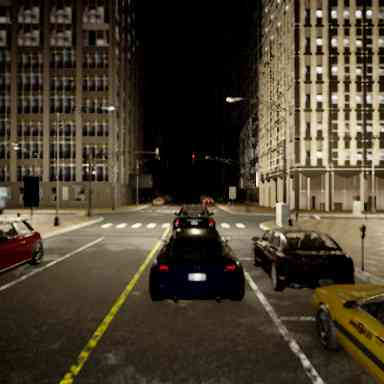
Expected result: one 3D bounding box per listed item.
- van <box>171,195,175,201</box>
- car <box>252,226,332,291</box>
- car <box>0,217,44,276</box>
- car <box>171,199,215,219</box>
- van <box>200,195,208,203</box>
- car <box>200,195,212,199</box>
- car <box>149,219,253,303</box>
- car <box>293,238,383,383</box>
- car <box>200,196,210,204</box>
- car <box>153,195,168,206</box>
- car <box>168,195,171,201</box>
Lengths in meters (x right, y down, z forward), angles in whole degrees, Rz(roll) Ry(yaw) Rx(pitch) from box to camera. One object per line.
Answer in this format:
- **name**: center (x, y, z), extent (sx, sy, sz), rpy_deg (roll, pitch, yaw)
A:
- **van**: center (-5.662, 1.628, 80.906), extent (1.690, 1.788, 3.998), rpy_deg (0, 0, 0)
- **car**: center (2.695, 1.593, 8.900), extent (2.008, 1.369, 4.403), rpy_deg (0, 0, 0)
- **car**: center (-5.685, 1.482, 8.902), extent (1.967, 1.590, 4.097), rpy_deg (0, 0, 0)
- **car**: center (0.104, 1.430, 17.192), extent (2.097, 1.767, 4.553), rpy_deg (0, 0, 0)
- **van**: center (2.716, 1.615, 75.214), extent (1.690, 1.788, 3.998), rpy_deg (0, 0, 0)
- **car**: center (2.806, 1.670, 58.161), extent (1.967, 1.590, 4.097), rpy_deg (0, 0, 0)
- **car**: center (0.104, 1.603, 8.352), extent (1.994, 1.385, 4.181), rpy_deg (0, 0, 0)
- **car**: center (2.693, 1.542, 3.403), extent (1.752, 1.417, 4.829), rpy_deg (0, 0, 0)
- **car**: center (2.714, 1.700, 69.529), extent (1.967, 1.590, 4.097), rpy_deg (0, 0, 0)
- **car**: center (-5.765, 1.670, 58.165), extent (1.967, 1.590, 4.097), rpy_deg (0, 0, 0)
- **car**: center (-5.697, 1.560, 63.851), extent (2.192, 1.841, 5.009), rpy_deg (0, 0, 0)
